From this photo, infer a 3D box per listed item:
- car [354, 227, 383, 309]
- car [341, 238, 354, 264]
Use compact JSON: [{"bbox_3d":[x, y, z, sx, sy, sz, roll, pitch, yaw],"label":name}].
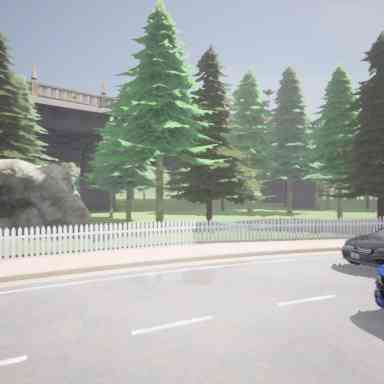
[{"bbox_3d":[5.722,1.490,6.060,5.008,1.535,1.882,0,0,-18],"label":"car"},{"bbox_3d":[6.836,1.543,10.018,4.674,1.442,1.812,0,0,-16],"label":"car"}]
